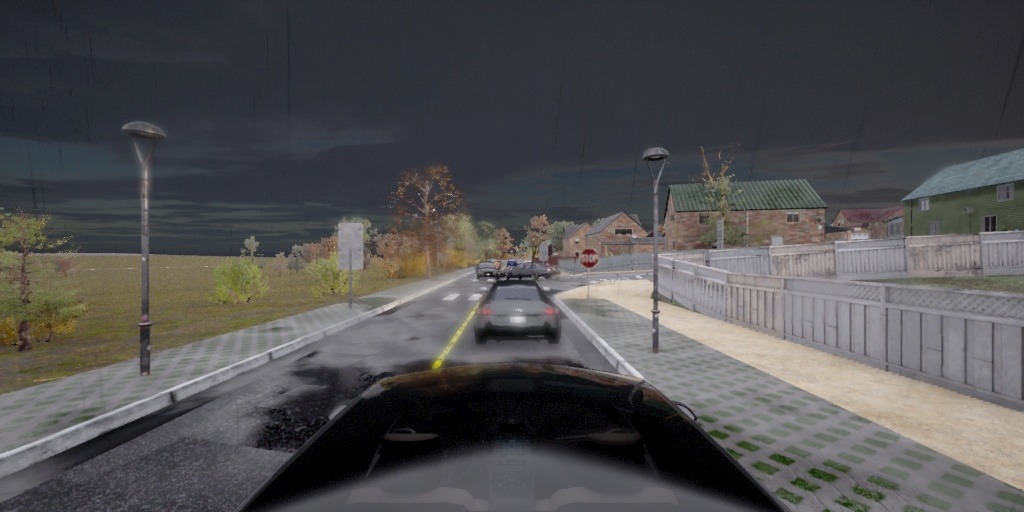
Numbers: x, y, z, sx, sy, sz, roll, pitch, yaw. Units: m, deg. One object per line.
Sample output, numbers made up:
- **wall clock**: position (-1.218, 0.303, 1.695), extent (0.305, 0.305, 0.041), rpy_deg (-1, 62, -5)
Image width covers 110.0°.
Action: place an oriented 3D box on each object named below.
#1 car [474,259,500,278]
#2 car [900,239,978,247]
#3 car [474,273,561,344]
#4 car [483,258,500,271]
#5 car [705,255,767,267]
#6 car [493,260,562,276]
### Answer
- **car**: position (-2.248, 1.257, 31.491), extent (1.837, 1.490, 4.892), rpy_deg (0, 0, -8)
- **car**: position (23.889, -0.208, 20.532), extent (4.902, 1.511, 2.128), rpy_deg (-3, 0, 14)
- **car**: position (0.103, 1.313, 9.565), extent (1.994, 1.385, 4.181), rpy_deg (0, 0, -1)
- **car**: position (-2.843, 1.120, 51.309), extent (2.097, 1.767, 4.553), rpy_deg (0, 0, 1)
- **car**: position (14.389, 0.413, 22.954), extent (4.181, 1.385, 1.994), rpy_deg (-3, 0, 16)
- **car**: position (1.339, 1.197, 28.579), extent (5.357, 1.411, 2.033), rpy_deg (-4, -3, 43)
